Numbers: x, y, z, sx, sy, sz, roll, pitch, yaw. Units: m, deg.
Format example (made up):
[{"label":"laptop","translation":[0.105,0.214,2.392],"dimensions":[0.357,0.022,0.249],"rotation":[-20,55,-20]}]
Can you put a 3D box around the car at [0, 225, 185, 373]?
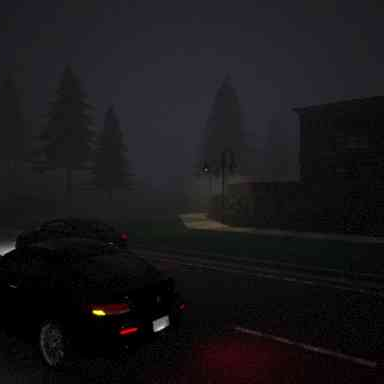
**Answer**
[{"label":"car","translation":[-2.265,1.526,5.605],"dimensions":[4.674,1.442,1.812],"rotation":[0,0,36]}]

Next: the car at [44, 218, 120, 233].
[{"label":"car","translation":[-4.129,1.563,11.236],"dimensions":[4.181,1.385,1.994],"rotation":[0,0,36]}]
